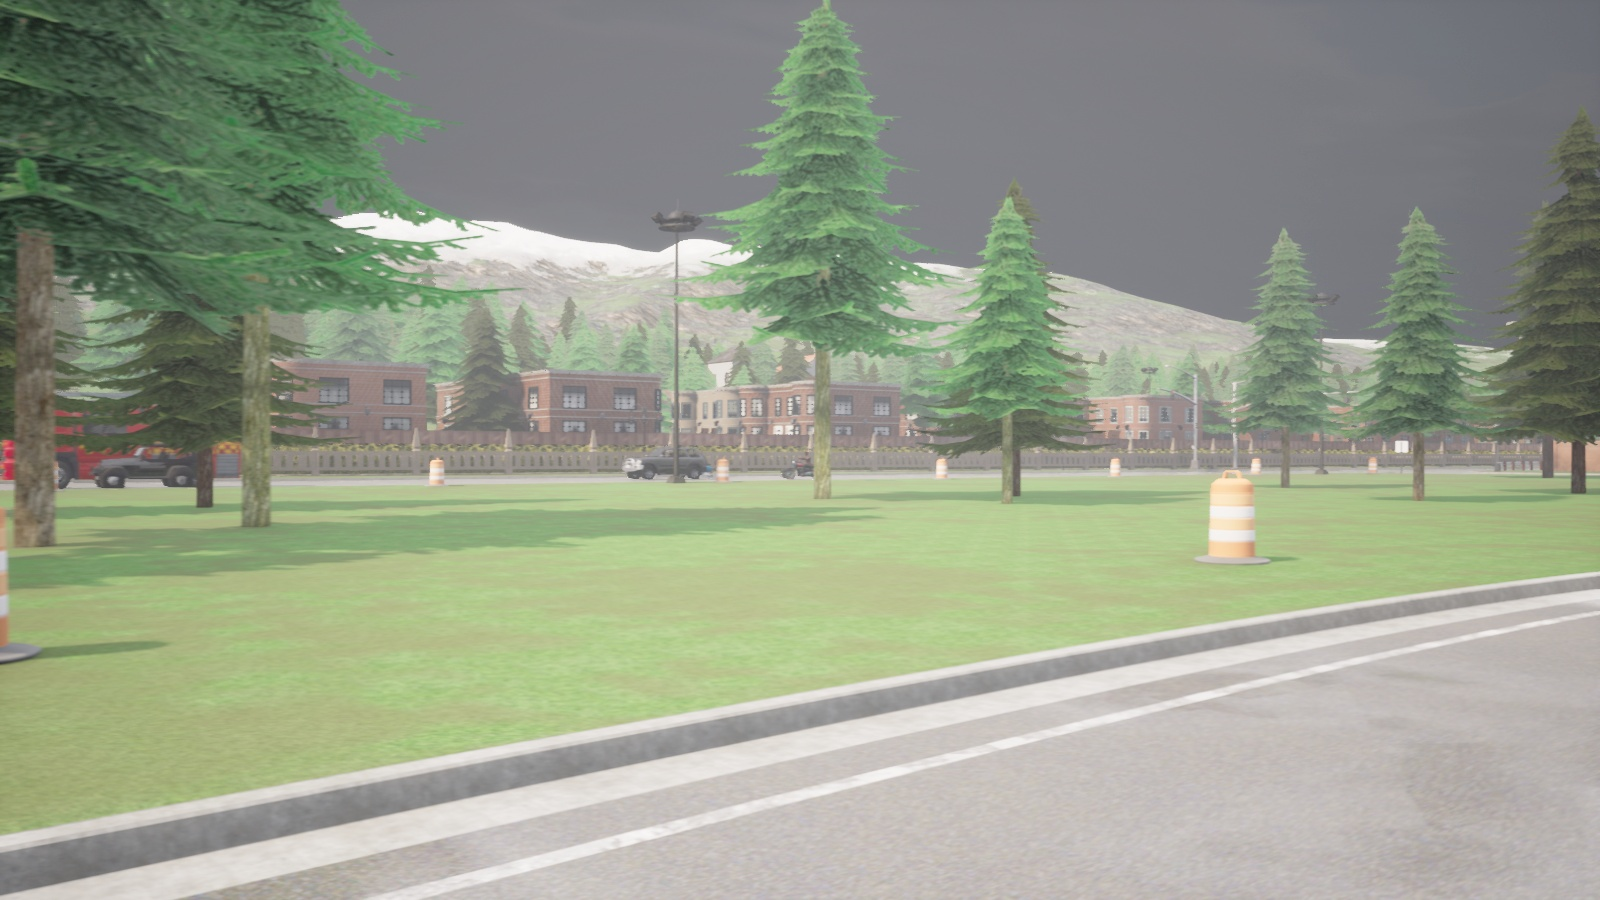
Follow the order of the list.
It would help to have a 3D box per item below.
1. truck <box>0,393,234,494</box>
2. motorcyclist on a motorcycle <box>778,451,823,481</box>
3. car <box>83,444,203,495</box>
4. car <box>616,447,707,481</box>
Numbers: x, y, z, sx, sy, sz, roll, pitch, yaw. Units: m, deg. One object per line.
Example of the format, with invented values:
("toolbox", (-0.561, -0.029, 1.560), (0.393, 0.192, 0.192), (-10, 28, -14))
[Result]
("truck", (-27.720, -0.237, 50.752), (8.468, 3.827, 2.891), (0, 0, -35))
("motorcyclist on a motorcycle", (0.008, 0.864, 68.995), (2.350, 1.649, 0.766), (0, 0, -18))
("car", (-25.210, 0.712, 48.233), (3.866, 1.878, 1.905), (0, 0, -35))
("car", (-7.604, 0.747, 69.103), (4.605, 1.855, 1.932), (0, 0, -35))
